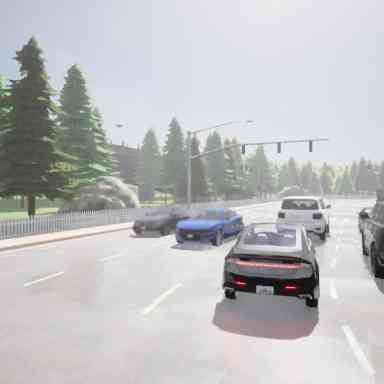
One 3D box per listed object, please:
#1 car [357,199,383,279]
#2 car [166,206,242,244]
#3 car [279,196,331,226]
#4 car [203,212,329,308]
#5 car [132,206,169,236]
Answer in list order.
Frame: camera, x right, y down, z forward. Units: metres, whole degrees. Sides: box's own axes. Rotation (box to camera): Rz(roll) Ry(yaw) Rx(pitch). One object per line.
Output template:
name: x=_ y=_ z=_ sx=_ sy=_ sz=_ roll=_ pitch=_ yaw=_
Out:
car: x=6.315 y=1.222 z=9.682 sx=2.150 sy=2.045 sz=5.566 roll=0 pitch=0 yaw=23
car: x=0.964 y=1.477 z=15.480 sx=1.882 sy=1.535 sz=5.008 roll=0 pitch=0 yaw=25
car: x=5.868 y=1.223 z=17.239 sx=2.150 sy=2.045 sz=5.566 roll=0 pitch=0 yaw=25
car: x=2.042 y=1.492 z=8.089 sx=2.128 sy=1.511 sz=4.902 roll=0 pitch=0 yaw=19
car: x=-1.444 y=1.525 z=18.601 sx=1.812 sy=1.442 sz=4.674 roll=0 pitch=0 yaw=25
